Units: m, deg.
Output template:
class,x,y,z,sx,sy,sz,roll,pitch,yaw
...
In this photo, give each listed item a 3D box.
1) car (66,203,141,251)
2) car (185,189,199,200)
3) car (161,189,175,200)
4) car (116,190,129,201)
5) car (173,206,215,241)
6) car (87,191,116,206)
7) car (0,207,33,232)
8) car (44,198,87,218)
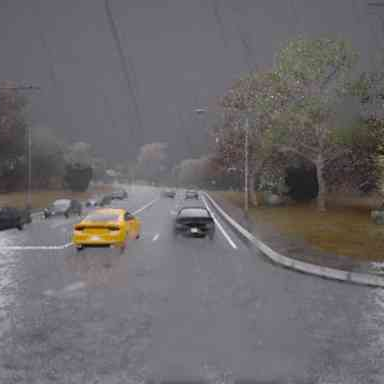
class,x,y,z,sx,sy,sz,roll,pitch,yaw
car,-3.406,1.467,14.174,1.882,1.535,5.008,0,0,0
car,-0.022,0.332,49.420,2.128,1.511,4.902,0,3,0
car,-3.523,0.326,49.803,1.837,1.490,4.892,0,3,0
car,-10.522,0.437,48.422,2.033,1.411,5.357,0,3,0
car,0.104,1.450,16.577,1.882,1.535,5.008,0,1,0
car,-10.558,0.895,37.852,2.128,1.511,4.902,0,3,0
car,-10.619,1.506,17.884,2.033,1.411,5.357,0,1,1
car,-10.597,1.293,27.754,1.812,1.442,4.674,0,2,0
